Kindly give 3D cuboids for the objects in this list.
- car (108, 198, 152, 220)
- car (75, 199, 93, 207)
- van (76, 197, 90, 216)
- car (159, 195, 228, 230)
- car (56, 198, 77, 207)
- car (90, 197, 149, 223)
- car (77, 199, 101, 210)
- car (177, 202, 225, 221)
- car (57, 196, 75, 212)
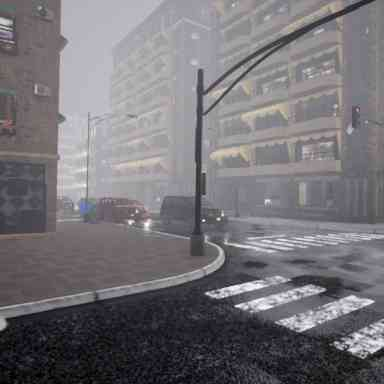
[{"bbox_3d":[-5.620,1.410,29.635,2.097,1.767,4.553,1,-1,-35],"label":"car"},{"bbox_3d":[-18.621,1.867,57.223,1.802,1.307,4.206,1,-1,-35],"label":"car"},{"bbox_3d":[-8.872,1.354,29.943,1.690,1.788,3.998,1,-1,-35],"label":"van"},{"bbox_3d":[-0.044,1.249,21.792,2.150,2.045,5.566,1,-1,-36],"label":"car"},{"bbox_3d":[-21.584,1.787,57.144,2.033,1.411,5.357,1,-1,-35],"label":"car"},{"bbox_3d":[-5.638,1.310,25.401,2.192,1.841,5.009,1,-1,-35],"label":"car"},{"bbox_3d":[-14.826,1.719,47.646,1.812,1.442,4.674,1,-1,-35],"label":"car"},{"bbox_3d":[0.679,1.685,30.107,1.752,1.417,4.829,1,-1,-35],"label":"car"},{"bbox_3d":[-15.337,1.368,39.029,2.192,1.841,5.009,1,-1,-35],"label":"car"}]
